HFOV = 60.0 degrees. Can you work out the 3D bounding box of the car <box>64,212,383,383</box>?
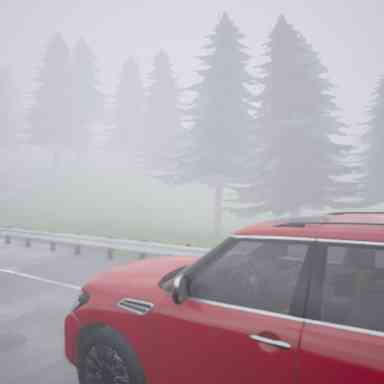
[{"bbox_3d":[1.210,1.215,3.045,5.566,2.045,2.150,0,0,35],"label":"car"}]
